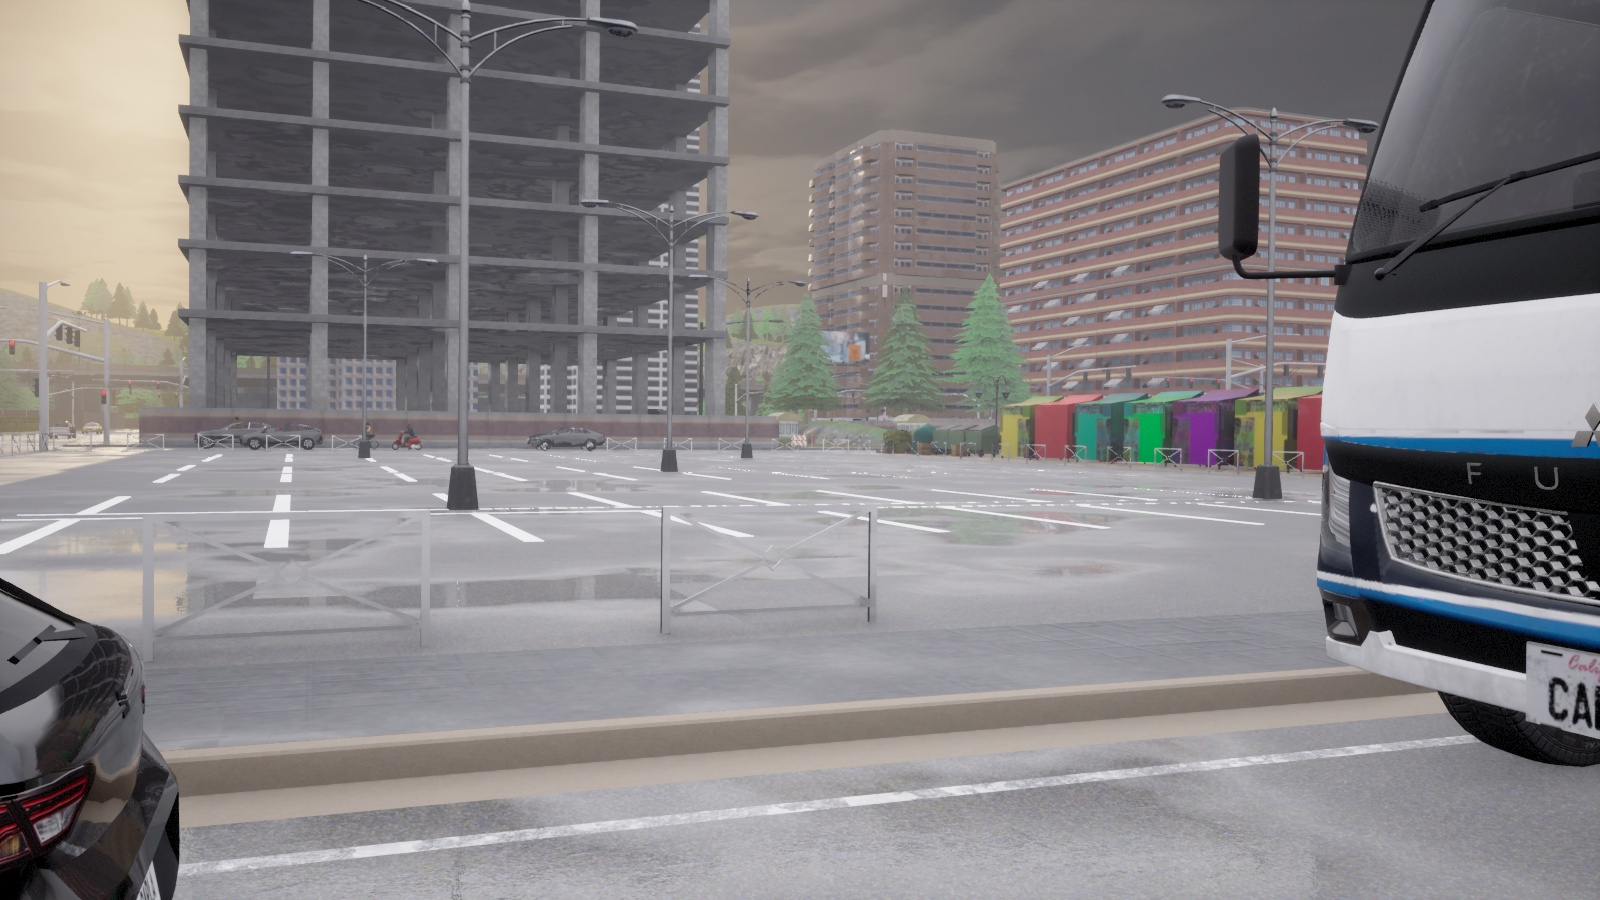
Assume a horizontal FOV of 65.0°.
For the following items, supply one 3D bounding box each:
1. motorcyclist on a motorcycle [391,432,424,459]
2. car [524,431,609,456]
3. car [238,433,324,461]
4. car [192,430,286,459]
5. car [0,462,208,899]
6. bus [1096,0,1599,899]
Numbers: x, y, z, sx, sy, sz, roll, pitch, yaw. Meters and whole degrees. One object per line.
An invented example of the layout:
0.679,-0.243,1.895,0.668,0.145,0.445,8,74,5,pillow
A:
-23.535,-0.275,75.304,1.817,1.590,0.866,-1,1,-22,motorcyclist on a motorcycle
-14.696,-0.426,78.923,4.902,1.511,2.128,-1,1,-22,car
-29.989,-0.169,72.661,4.514,1.525,2.007,-1,1,-22,car
-33.451,-0.338,75.023,5.027,1.651,2.152,-1,1,-22,car
-3.322,0.815,1.970,4.193,1.474,1.816,-1,1,-21,car
6.891,-0.747,5.803,10.273,4.253,3.944,-1,1,-20,bus
